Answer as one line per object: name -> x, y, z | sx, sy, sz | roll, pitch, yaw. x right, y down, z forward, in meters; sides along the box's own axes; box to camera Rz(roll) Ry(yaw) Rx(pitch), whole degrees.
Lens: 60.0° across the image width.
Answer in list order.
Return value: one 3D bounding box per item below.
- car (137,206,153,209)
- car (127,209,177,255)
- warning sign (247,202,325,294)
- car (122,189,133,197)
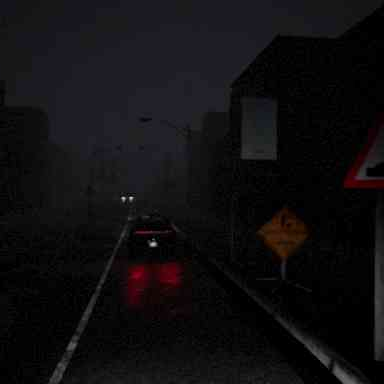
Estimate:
car -> -4.082, 1.954, 28.992 | 2.033, 1.411, 5.357 | 0, 0, -9
car -> -1.784, 1.732, 14.500 | 2.128, 1.511, 4.902 | 0, -1, -9
warning sign -> 2.092, 1.208, 7.573 | 1.300, 1.860, 1.060 | 2, 1, -9
car -> -13.737, 0.095, 70.772 | 2.097, 1.767, 4.553 | 0, 3, -9
